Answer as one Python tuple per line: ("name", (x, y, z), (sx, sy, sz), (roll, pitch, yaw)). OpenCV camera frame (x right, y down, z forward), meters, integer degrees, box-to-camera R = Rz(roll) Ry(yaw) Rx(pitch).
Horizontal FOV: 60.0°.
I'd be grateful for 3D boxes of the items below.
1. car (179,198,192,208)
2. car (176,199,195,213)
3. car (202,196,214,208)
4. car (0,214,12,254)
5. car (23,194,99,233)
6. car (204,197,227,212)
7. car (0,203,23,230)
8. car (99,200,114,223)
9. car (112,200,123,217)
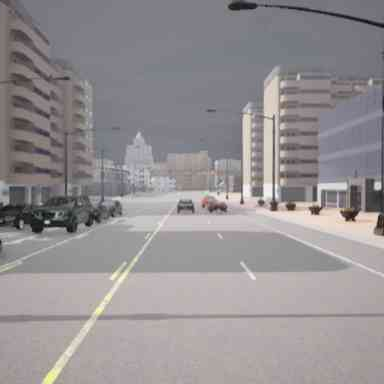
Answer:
("car", (-0.936, 1.619, 48.142), (1.895, 1.301, 4.718), (0, 0, -1))
("car", (-0.690, 1.495, 37.048), (2.128, 1.511, 4.902), (0, 0, -1))
("car", (2.540, 1.371, 49.136), (2.097, 1.767, 4.553), (0, 0, -1))
("car", (-7.283, 1.538, 9.430), (1.994, 1.385, 4.181), (0, 0, -1))
("car", (-7.505, 1.206, 19.805), (2.150, 2.045, 5.566), (0, 0, -2))
("car", (2.795, 1.606, 37.729), (1.895, 1.301, 4.718), (0, 0, -1))
("car", (-11.036, 1.491, 21.176), (1.837, 1.490, 4.892), (0, 0, -1))
("car", (-7.528, 1.570, 24.944), (1.994, 1.385, 4.181), (0, 0, -1))
("car", (-7.705, 1.475, 30.770), (1.882, 1.535, 5.008), (0, 0, 0))
